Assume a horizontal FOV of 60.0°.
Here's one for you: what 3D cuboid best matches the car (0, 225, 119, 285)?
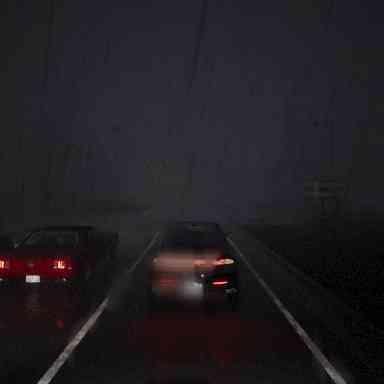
[{"bbox_3d":[-3.434,1.601,9.452,1.895,1.301,4.718,0,0,0],"label":"car"}]

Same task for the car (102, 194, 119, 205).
[{"bbox_3d":[-14.995,1.352,61.514,2.097,1.767,4.553,0,0,0],"label":"car"}]

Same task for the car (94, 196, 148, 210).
[{"bbox_3d":[-7.584,1.477,35.682,5.008,1.535,1.882,0,0,-1],"label":"car"}]

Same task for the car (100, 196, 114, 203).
[{"bbox_3d":[-18.492,1.524,72.229,1.812,1.442,4.674,0,0,0],"label":"car"}]

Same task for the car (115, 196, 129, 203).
[{"bbox_3d":[-14.992,1.552,71.552,1.994,1.385,4.181,0,0,0],"label":"car"}]

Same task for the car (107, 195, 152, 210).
[{"bbox_3d":[-7.284,1.477,39.185,5.008,1.535,1.882,0,0,-1],"label":"car"}]

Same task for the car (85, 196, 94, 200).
[{"bbox_3d":[-18.493,1.477,62.128,1.882,1.535,5.008,0,0,0],"label":"car"}]

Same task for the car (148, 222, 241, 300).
[{"bbox_3d":[0.058,1.492,8.366,2.128,1.511,4.902,0,0,0],"label":"car"}]

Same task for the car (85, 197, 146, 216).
[{"bbox_3d":[-7.320,1.491,32.185,4.902,1.511,2.128,0,0,-1],"label":"car"}]
